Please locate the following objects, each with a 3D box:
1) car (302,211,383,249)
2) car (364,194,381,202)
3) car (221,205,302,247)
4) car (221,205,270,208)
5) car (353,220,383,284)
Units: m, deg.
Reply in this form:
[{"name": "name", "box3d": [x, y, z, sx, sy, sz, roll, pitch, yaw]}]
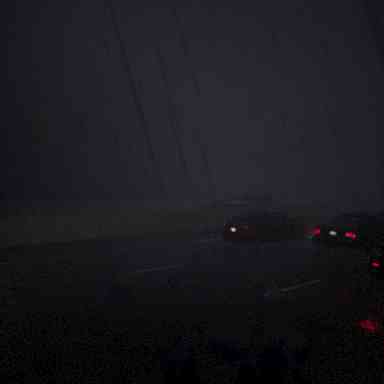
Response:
[{"name": "car", "box3d": [6.920, 1.463, 12.977, 5.357, 1.411, 2.033, 0, 0, -35]}, {"name": "car", "box3d": [35.368, 1.097, 64.999, 1.812, 1.442, 4.674, 0, 0, 43]}, {"name": "car", "box3d": [3.314, 1.492, 14.704, 4.181, 1.385, 1.994, 0, 0, -35]}, {"name": "car", "box3d": [5.157, 1.086, 29.178, 5.566, 2.045, 2.150, 0, 0, -36]}, {"name": "car", "box3d": [6.117, 1.464, 8.106, 4.674, 1.442, 1.812, 0, 0, -35]}]
